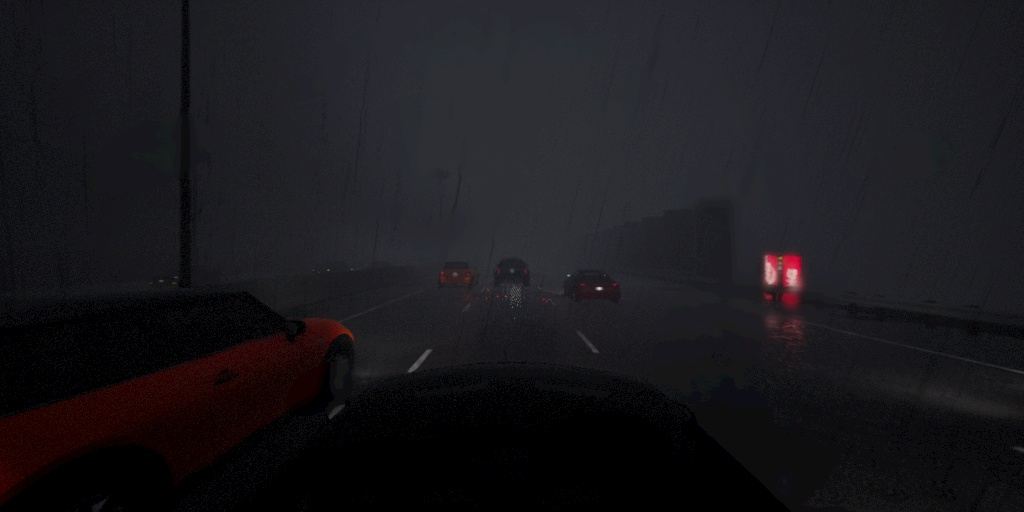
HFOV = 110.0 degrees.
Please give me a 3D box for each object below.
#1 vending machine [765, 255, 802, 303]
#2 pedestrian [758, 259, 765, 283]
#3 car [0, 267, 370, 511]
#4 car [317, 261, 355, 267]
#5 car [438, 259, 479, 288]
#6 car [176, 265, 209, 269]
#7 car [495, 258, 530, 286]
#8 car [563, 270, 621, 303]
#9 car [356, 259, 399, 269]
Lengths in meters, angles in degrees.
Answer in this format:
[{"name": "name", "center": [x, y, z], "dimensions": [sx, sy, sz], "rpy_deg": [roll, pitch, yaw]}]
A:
[{"name": "vending machine", "center": [12.002, 0.947, 15.883], "dimensions": [1.100, 2.100, 0.880], "rpy_deg": [0, 0, 0]}, {"name": "pedestrian", "center": [11.750, 0.701, 16.816], "dimensions": [0.500, 1.100, 0.500], "rpy_deg": [0, 0, 0]}, {"name": "car", "center": [-3.399, 1.102, 3.573], "dimensions": [2.097, 1.767, 4.553], "rpy_deg": [0, 0, 0]}, {"name": "car", "center": [-17.556, 1.257, 34.951], "dimensions": [1.837, 1.490, 4.892], "rpy_deg": [0, -1, 1]}, {"name": "car", "center": [-3.397, 1.102, 23.542], "dimensions": [2.097, 1.767, 4.553], "rpy_deg": [0, 0, 0]}, {"name": "car", "center": [-21.090, 1.313, 23.592], "dimensions": [1.994, 1.385, 4.181], "rpy_deg": [0, 0, 0]}, {"name": "car", "center": [0.004, 0.921, 23.256], "dimensions": [2.097, 1.767, 4.553], "rpy_deg": [0, 0, 0]}, {"name": "car", "center": [3.601, 1.315, 16.785], "dimensions": [1.994, 1.385, 4.181], "rpy_deg": [0, 0, 0]}, {"name": "car", "center": [-14.042, 1.297, 37.822], "dimensions": [2.033, 1.411, 5.357], "rpy_deg": [0, 0, 1]}]
